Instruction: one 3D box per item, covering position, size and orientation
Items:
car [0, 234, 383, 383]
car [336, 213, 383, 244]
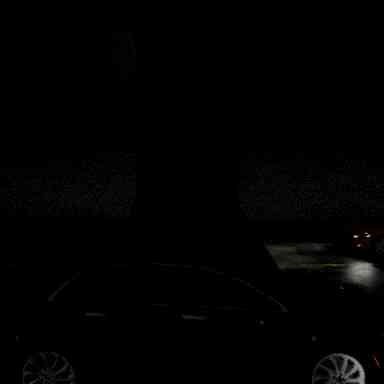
[{"bbox_3d":[-0.020,1.430,4.168,4.892,1.490,1.837,1,1,0],"label":"car"},{"bbox_3d":[7.616,1.331,11.668,5.008,1.535,1.882,0,1,-5],"label":"car"}]
